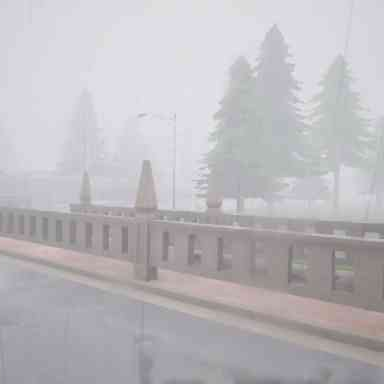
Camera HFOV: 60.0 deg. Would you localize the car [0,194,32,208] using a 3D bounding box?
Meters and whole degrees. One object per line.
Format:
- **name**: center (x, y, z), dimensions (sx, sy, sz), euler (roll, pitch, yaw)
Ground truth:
- **car**: center (-17.653, 0.979, 31.219), dimensions (1.837, 1.490, 4.892), euler (1, 1, 38)
